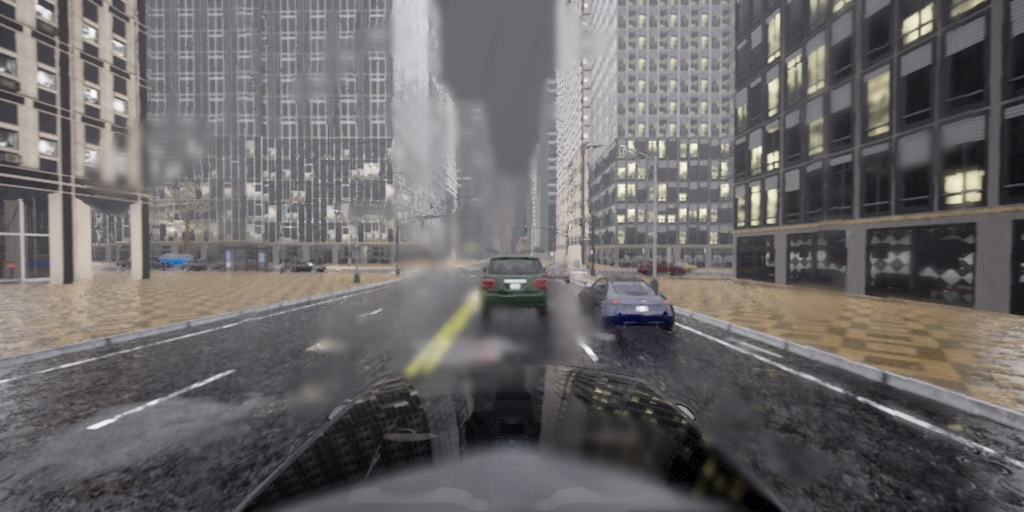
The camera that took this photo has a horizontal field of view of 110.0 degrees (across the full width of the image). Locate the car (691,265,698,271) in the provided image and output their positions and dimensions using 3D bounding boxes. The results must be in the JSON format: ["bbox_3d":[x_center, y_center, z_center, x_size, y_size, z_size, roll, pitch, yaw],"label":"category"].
[{"bbox_3d":[21.769,1.422,47.283,4.829,1.417,1.751,0,0,1],"label":"car"}]

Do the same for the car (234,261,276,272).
[{"bbox_3d":[-28.445,1.169,39.621,4.207,1.307,1.802,0,0,1],"label":"car"}]

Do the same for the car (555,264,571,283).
[{"bbox_3d":[3.331,1.304,27.746,2.033,1.411,5.357,0,0,0],"label":"car"}]

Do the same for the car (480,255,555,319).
[{"bbox_3d":[0.091,0.977,13.037,2.150,2.045,5.566,0,0,0],"label":"car"}]

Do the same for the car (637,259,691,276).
[{"bbox_3d":[16.165,1.291,38.994,5.009,1.841,2.192,0,0,1],"label":"car"}]

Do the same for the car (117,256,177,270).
[{"bbox_3d":[-43.283,1.012,42.638,4.718,1.301,1.895,1,1,2],"label":"car"}]

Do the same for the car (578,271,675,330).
[{"bbox_3d":[3.336,1.319,11.166,1.994,1.385,4.181,0,0,0],"label":"car"}]

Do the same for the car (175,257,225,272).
[{"bbox_3d":[-34.125,1.101,39.790,4.313,1.339,1.948,0,0,1],"label":"car"}]

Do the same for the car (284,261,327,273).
[{"bbox_3d":[-22.761,1.203,39.492,4.313,1.339,1.948,0,0,1],"label":"car"}]

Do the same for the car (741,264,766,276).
[{"bbox_3d":[27.613,1.599,38.806,4.829,1.417,1.751,0,0,1],"label":"car"}]
